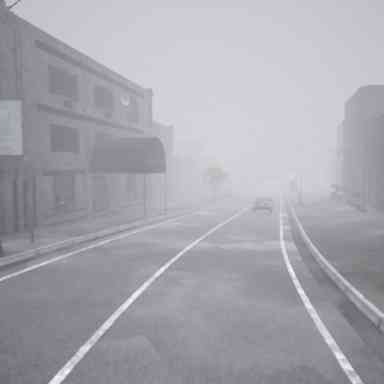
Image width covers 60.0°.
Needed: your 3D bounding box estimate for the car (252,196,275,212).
[{"bbox_3d":[6.873,1.121,32.000,2.033,1.411,5.357,2,2,15],"label":"car"}]
